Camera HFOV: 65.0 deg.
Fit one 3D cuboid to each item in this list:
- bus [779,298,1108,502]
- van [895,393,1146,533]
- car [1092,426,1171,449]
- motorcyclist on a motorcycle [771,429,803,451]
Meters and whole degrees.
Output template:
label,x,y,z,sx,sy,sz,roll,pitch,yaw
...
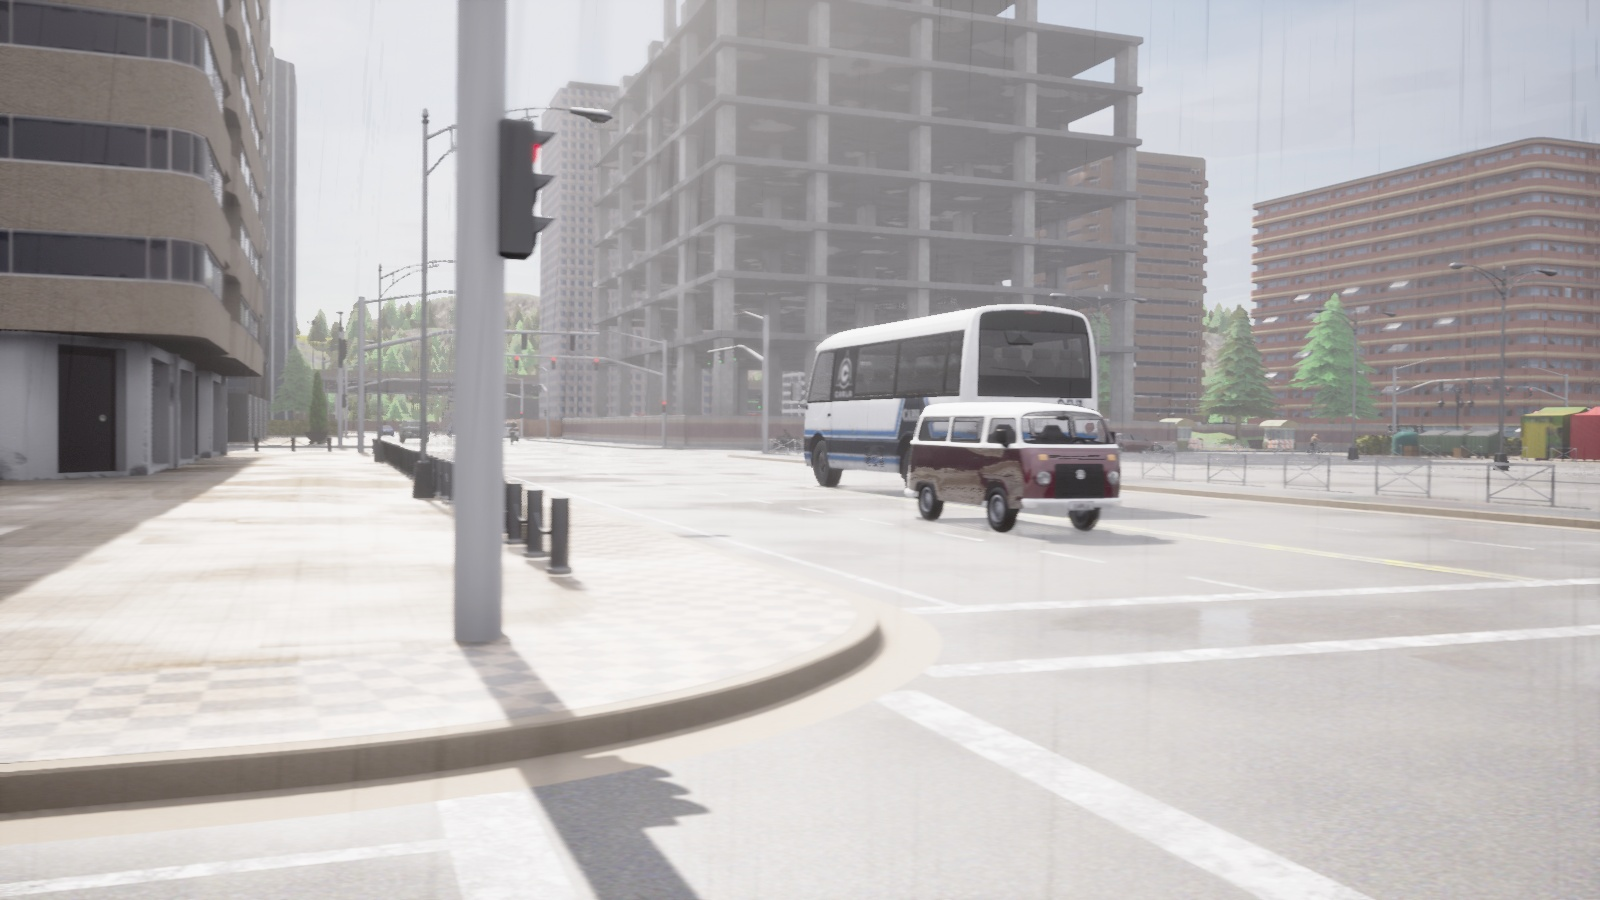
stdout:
label,x,y,z,sx,sy,sz,roll,pitch,yaw
bus,3.079,-1.125,31.606,3.944,4.253,10.273,-1,1,-21
van,3.463,0.148,20.674,2.069,2.038,4.480,-1,1,-20
car,22.429,-0.880,85.007,4.792,1.488,2.163,-1,1,-16
motorcyclist on a motorcycle,-0.879,-0.683,87.349,2.044,1.523,0.797,-1,1,-21
